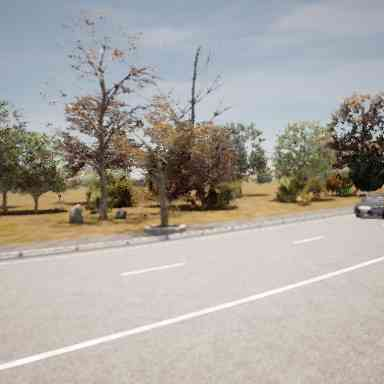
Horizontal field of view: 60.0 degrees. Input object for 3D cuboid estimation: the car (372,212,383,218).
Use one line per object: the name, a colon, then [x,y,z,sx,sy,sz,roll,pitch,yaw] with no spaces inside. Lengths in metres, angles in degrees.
car: [7.172,1.266,8.865,4.902,1.511,2.128,-3,2,-35]

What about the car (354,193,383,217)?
car: [12.308,0.799,21.324,4.902,1.511,2.128,-3,2,-35]
